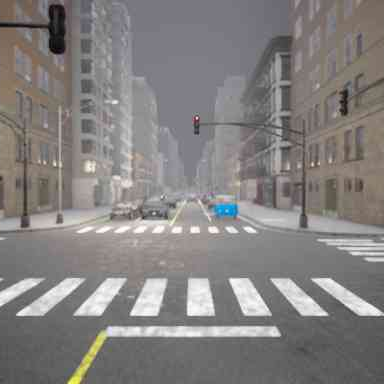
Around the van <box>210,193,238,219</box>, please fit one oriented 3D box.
[{"bbox_3d":[2.645,1.173,26.665,1.690,1.788,3.998,0,0,0],"label":"van"}]

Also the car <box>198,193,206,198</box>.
[{"bbox_3d":[2.665,0.975,89.159,1.947,1.339,4.313,0,0,0],"label":"car"}]

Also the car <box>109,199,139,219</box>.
[{"bbox_3d":[-5.380,1.383,26.660,2.008,1.369,4.403,0,0,0],"label":"car"}]

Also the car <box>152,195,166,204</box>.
[{"bbox_3d":[-5.371,1.212,55.070,1.947,1.339,4.313,0,0,0],"label":"car"}]

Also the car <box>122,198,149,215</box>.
[{"bbox_3d":[-5.378,1.341,32.342,1.887,1.381,4.507,0,0,0],"label":"car"}]

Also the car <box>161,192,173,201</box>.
[{"bbox_3d":[-5.366,0.843,72.112,2.192,1.841,5.009,0,0,0],"label":"car"}]

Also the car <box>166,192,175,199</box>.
[{"bbox_3d":[-5.362,0.889,83.477,1.967,1.590,4.097,0,0,0],"label":"car"}]

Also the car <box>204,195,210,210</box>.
[{"bbox_3d":[2.649,1.343,38.029,1.802,1.307,4.206,0,0,0],"label":"car"}]

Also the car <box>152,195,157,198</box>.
[{"bbox_3d":[-5.373,1.213,49.217,1.752,1.417,4.829,0,0,0],"label":"car"}]

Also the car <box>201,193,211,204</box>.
[{"bbox_3d":[2.652,1.268,49.391,1.802,1.307,4.206,0,0,0],"label":"car"}]

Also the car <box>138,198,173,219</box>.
[{"bbox_3d":[-2.830,1.396,26.598,1.994,1.385,4.181,0,0,0],"label":"car"}]

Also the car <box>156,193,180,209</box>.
[{"bbox_3d":[-2.823,1.225,40.036,1.882,1.535,5.008,0,0,0],"label":"car"}]

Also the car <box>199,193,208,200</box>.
[{"bbox_3d":[2.661,1.039,77.797,2.008,1.369,4.403,0,0,0],"label":"car"}]

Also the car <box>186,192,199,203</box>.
[{"bbox_3d":[0.017,1.185,56.380,2.033,1.411,5.357,0,0,0],"label":"car"}]

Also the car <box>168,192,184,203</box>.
[{"bbox_3d":[-2.756,1.130,58.532,1.837,1.490,4.892,0,0,1],"label":"car"}]

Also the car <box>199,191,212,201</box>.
[{"bbox_3d":[2.654,0.962,55.071,2.192,1.841,5.009,0,0,0],"label":"car"}]
